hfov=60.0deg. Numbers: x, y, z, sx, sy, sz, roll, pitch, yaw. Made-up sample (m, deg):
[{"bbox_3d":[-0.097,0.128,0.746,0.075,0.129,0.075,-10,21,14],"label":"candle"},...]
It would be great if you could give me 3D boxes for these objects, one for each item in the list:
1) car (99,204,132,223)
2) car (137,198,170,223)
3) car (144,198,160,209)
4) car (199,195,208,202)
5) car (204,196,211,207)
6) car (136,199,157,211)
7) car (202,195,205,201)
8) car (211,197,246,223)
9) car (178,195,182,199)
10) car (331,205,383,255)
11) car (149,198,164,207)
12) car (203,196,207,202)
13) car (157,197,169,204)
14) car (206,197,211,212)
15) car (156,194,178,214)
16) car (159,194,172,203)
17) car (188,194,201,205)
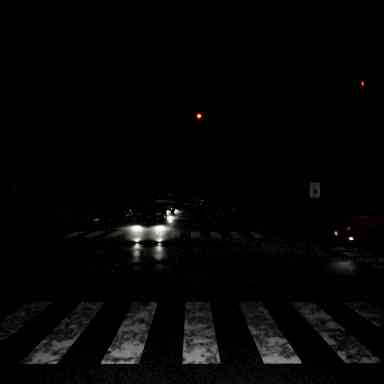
[{"bbox_3d":[-5.668,1.571,25.216,1.947,1.339,4.313,0,0,0],"label":"car"},{"bbox_3d":[-3.004,1.483,25.620,1.882,1.535,5.008,0,0,0],"label":"car"},{"bbox_3d":[-5.583,1.606,47.044,1.802,1.307,4.206,0,0,0],"label":"car"},{"bbox_3d":[2.647,1.556,75.849,1.837,1.490,4.892,0,0,0],"label":"car"},{"bbox_3d":[2.921,1.570,41.561,2.008,1.369,4.403,0,0,0],"label":"car"},{"bbox_3d":[-5.604,1.569,41.587,2.008,1.369,4.403,0,0,0],"label":"car"},{"bbox_3d":[2.964,1.469,52.474,1.967,1.590,4.097,0,0,0],"label":"car"},{"bbox_3d":[2.857,1.320,25.193,2.192,1.841,5.009,0,0,0],"label":"car"},{"bbox_3d":[-2.913,1.514,46.131,2.128,1.511,4.902,0,0,0],"label":"car"},{"bbox_3d":[8.776,1.423,13.639,5.566,2.045,2.150,1,0,5],"label":"car"},{"bbox_3d":[-5.561,1.610,52.501,1.802,1.307,4.206,0,0,0],"label":"car"},{"bbox_3d":[2.942,1.575,47.018,2.008,1.369,4.403,0,0,0],"label":"car"},{"bbox_3d":[-5.519,1.620,63.415,1.802,1.307,4.206,0,0,0],"label":"car"},{"bbox_3d":[2.900,1.580,36.105,1.947,1.339,4.313,0,0,0],"label":"car"},{"bbox_3d":[-2.963,1.235,35.686,2.150,2.045,5.566,0,0,0],"label":"car"},{"bbox_3d":[-5.497,1.359,68.872,2.192,1.841,5.009,0,0,0],"label":"car"},{"bbox_3d":[0.322,1.599,59.222,1.994,1.385,4.181,0,0,1],"label":"car"}]
